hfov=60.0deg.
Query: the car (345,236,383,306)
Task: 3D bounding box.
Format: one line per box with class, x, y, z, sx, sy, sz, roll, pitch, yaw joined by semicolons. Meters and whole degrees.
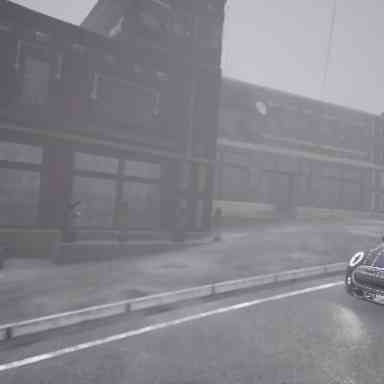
car;5.470;1.404;7.212;4.553;1.767;2.097;0;-1;-30
